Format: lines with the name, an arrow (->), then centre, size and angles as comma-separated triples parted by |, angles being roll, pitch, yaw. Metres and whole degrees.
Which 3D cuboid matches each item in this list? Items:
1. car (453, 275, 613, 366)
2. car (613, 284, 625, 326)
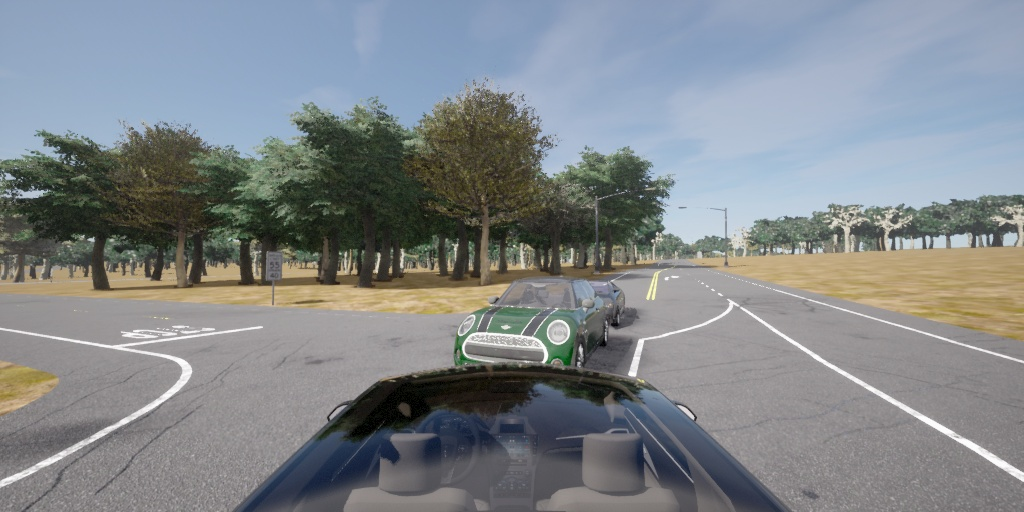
car -> 0.685, 1.222, 7.448 | 2.097, 1.767, 4.553 | -1, -2, 22
car -> 2.912, 1.555, 12.880 | 1.994, 1.385, 4.181 | -2, 0, 22
